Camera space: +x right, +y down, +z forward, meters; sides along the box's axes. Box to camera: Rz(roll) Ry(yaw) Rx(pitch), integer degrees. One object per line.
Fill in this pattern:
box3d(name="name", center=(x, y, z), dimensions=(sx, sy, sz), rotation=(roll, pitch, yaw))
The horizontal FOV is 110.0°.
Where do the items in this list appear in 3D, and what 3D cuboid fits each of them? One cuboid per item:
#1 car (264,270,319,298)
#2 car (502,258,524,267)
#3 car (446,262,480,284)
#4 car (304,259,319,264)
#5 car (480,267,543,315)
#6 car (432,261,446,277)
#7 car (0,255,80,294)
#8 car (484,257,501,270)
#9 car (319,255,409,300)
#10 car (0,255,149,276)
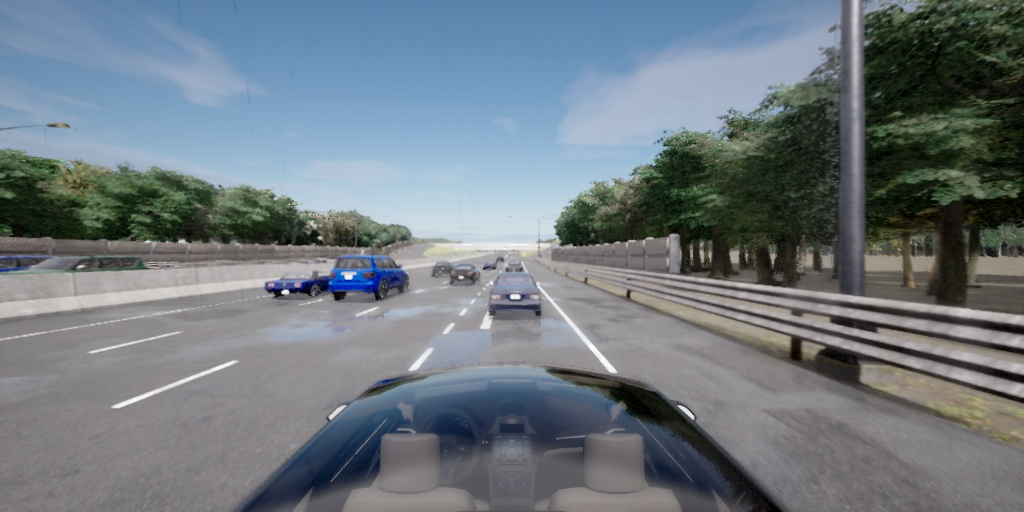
box3d(name="car", center=(-10.367, 1.367, 18.631), dimensions=(1.895, 1.301, 4.718), rotation=(0, 0, 0))
box3d(name="car", center=(0.257, 1.279, 40.038), dimensions=(2.128, 1.511, 4.902), rotation=(0, 0, 0))
box3d(name="car", center=(-3.431, 1.300, 26.746), dimensions=(1.812, 1.442, 4.674), rotation=(0, 0, 0))
box3d(name="car", center=(-31.204, 1.214, 57.177), dimensions=(2.128, 1.511, 4.902), rotation=(0, 1, 1))
box3d(name="car", center=(0.117, 1.309, 13.550), dimensions=(2.033, 1.411, 5.357), rotation=(0, 0, 0))
box3d(name="car", center=(-6.771, 1.288, 36.230), dimensions=(1.837, 1.490, 4.892), rotation=(0, 0, 0))
box3d(name="car", center=(-28.061, 0.985, 19.612), dimensions=(2.150, 2.045, 5.566), rotation=(0, 0, 0))
box3d(name="car", center=(-3.213, 1.297, 54.036), dimensions=(2.033, 1.411, 5.357), rotation=(0, 0, 1))
box3d(name="car", center=(-6.870, 0.987, 17.777), dimensions=(2.150, 2.045, 5.566), rotation=(0, 0, 0))
box3d(name="car", center=(-21.071, 0.984, 17.455), dimensions=(2.150, 2.045, 5.566), rotation=(0, 0, 0))
